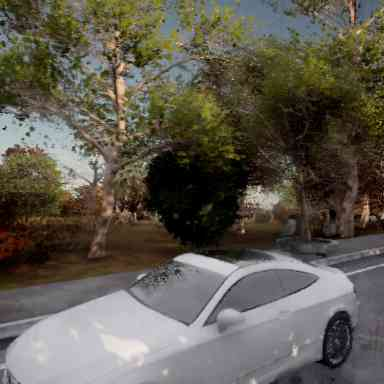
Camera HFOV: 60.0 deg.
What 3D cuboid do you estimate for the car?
[{"bbox_3d":[0.296,1.521,4.202,4.674,1.442,1.812,0,0,-36],"label":"car"}]
